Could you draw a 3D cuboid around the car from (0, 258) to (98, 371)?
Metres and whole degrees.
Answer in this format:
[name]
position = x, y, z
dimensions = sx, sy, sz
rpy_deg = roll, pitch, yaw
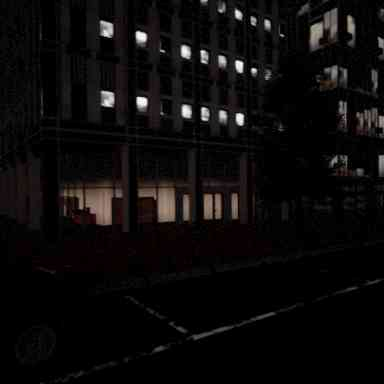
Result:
[car]
position = -3.483, 1.544, 4.089
dimensions = 4.507, 1.381, 1.887
rpy_deg = 0, -1, -36
